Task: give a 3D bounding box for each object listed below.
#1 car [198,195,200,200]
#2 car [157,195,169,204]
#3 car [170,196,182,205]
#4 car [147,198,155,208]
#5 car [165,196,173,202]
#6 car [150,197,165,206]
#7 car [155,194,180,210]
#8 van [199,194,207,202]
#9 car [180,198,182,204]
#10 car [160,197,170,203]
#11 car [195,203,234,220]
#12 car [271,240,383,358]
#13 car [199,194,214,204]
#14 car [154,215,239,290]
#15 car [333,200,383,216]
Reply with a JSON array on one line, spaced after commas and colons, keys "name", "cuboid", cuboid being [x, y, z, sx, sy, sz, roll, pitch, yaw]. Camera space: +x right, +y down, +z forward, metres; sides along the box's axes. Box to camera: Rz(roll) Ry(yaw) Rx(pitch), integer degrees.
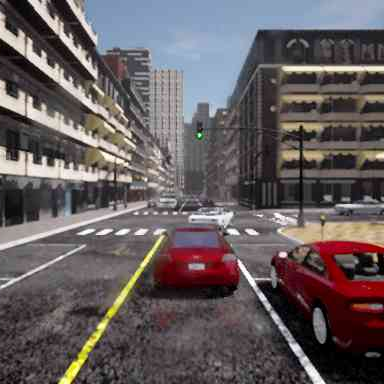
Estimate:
[{"name": "car", "cuboid": [2.683, 1.626, 71.696, 2.008, 1.369, 4.403, -1, 0, 0]}, {"name": "car", "cuboid": [-5.699, 1.507, 66.174, 1.967, 1.590, 4.097, -1, 0, 0]}, {"name": "car", "cuboid": [-3.018, 1.554, 63.434, 2.128, 1.511, 4.902, 0, 0, 1]}, {"name": "car", "cuboid": [-5.697, 1.594, 49.590, 2.008, 1.369, 4.403, -1, 0, 0]}, {"name": "car", "cuboid": [-5.697, 1.619, 82.588, 1.752, 1.417, 4.829, -1, 0, 0]}, {"name": "car", "cuboid": [-5.697, 1.617, 55.118, 1.947, 1.339, 4.313, -1, 0, 0]}, {"name": "car", "cuboid": [-3.080, 1.256, 43.180, 2.150, 2.045, 5.566, 0, 0, 0]}, {"name": "van", "cuboid": [2.681, 1.434, 82.752, 1.690, 1.788, 3.998, -1, 0, 0]}, {"name": "car", "cuboid": [-3.076, 1.612, 53.241, 1.994, 1.385, 4.181, 0, 0, 1]}, {"name": "car", "cuboid": [-5.697, 1.657, 71.702, 1.802, 1.307, 4.206, -1, 0, 0]}, {"name": "car", "cuboid": [1.350, 1.613, 20.729, 1.895, 1.301, 4.718, 0, 0, 18]}, {"name": "car", "cuboid": [2.683, 1.548, 6.114, 1.887, 1.381, 4.507, 0, 0, 0]}, {"name": "car", "cuboid": [2.682, 1.491, 55.113, 1.967, 1.590, 4.097, -1, 0, 0]}, {"name": "car", "cuboid": [0.101, 1.570, 9.135, 1.994, 1.385, 4.181, 0, 0, 0]}, {"name": "car", "cuboid": [14.998, 1.346, 29.103, 4.718, 1.301, 1.895, -1, 0, -1]}]
